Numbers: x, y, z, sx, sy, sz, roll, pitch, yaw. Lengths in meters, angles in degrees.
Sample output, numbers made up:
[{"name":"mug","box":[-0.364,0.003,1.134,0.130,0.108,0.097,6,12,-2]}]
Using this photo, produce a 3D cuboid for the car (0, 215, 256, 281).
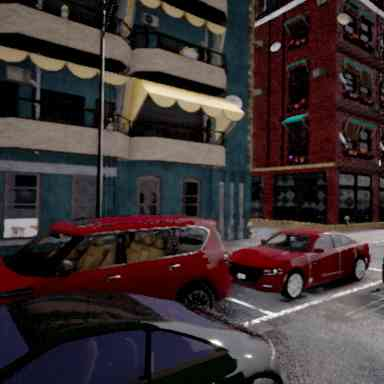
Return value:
[{"name":"car","box":[-1.571,1.362,5.417,5.009,1.841,2.192,1,0,-36]}]

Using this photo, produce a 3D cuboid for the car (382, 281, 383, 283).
[{"name":"car","box":[6.682,1.457,8.262,4.553,1.767,2.097,1,-1,-36]}]

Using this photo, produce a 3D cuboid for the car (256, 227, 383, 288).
[{"name":"car","box":[2.922,1.639,8.707,4.507,1.381,1.887,1,0,-36]}]

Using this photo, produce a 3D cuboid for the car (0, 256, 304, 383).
[{"name":"car","box":[-1.182,1.585,2.510,4.181,1.385,1.994,1,-1,-36]}]
